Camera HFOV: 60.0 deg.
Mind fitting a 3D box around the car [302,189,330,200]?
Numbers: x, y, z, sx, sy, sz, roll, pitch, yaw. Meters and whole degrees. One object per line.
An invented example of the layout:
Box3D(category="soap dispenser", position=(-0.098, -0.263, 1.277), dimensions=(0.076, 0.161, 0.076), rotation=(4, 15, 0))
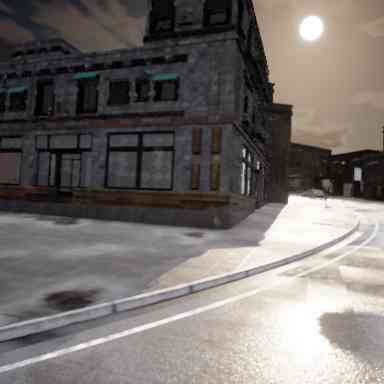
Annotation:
Box3D(category="car", position=(17.976, 0.301, 48.560), dimensions=(2.033, 1.411, 5.357), rotation=(3, 2, -7))
